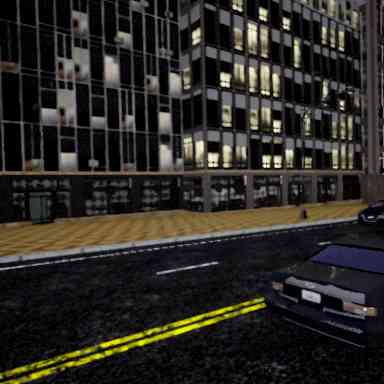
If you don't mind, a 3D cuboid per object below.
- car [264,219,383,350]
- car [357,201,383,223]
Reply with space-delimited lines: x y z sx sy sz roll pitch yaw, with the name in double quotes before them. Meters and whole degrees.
"car" 3.679 1.446 6.065 5.357 1.411 2.033 -1 1 -36
"car" 11.808 1.225 20.077 4.181 1.385 1.994 -1 1 -35
